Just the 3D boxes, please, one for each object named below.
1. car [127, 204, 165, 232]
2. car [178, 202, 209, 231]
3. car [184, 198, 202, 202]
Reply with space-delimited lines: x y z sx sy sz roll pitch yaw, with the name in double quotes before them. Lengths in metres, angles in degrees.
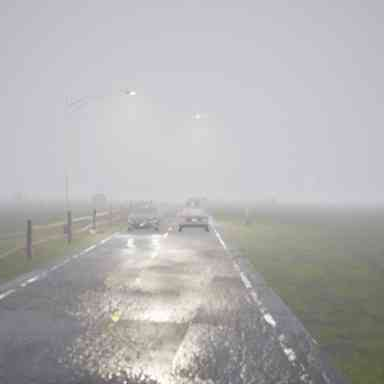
"car" -2.753 1.563 20.577 1.837 1.490 4.892 0 0 0
"car" 0.095 1.606 20.913 2.033 1.411 5.357 0 0 0
"car" 0.089 1.456 39.181 2.097 1.767 4.553 0 0 0
